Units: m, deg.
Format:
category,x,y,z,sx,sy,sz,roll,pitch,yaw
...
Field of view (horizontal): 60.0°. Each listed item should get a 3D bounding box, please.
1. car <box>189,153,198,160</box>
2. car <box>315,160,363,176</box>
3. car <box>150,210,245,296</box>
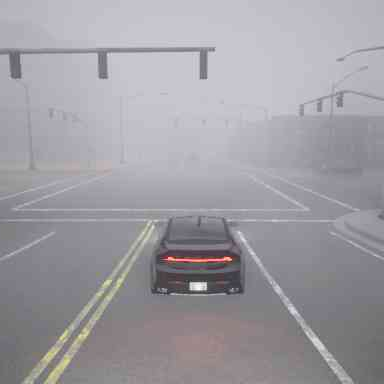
category,x,y,z,sx,sy,sz,roll,pitch,yaw
car,0.307,-7.172,67.418,2.033,1.411,5.357,0,8,0
car,15.663,-2.662,35.573,4.553,1.767,2.097,0,8,0
car,0.115,1.198,8.086,1.837,1.490,4.892,0,4,0
